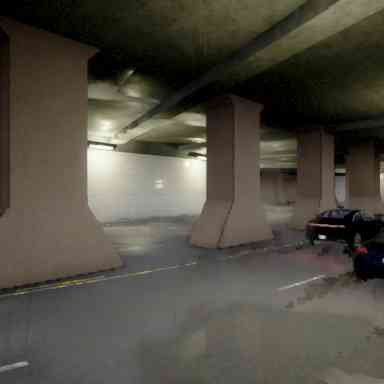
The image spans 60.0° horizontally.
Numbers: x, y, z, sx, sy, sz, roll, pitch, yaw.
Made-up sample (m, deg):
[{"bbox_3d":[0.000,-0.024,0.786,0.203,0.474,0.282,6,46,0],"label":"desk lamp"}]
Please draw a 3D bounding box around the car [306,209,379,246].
[{"bbox_3d":[6.707,1.491,14.322,4.902,1.511,2.128,0,0,-44],"label":"car"}]

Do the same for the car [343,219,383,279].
[{"bbox_3d":[6.062,1.564,8.966,4.181,1.385,1.994,0,0,-42],"label":"car"}]
